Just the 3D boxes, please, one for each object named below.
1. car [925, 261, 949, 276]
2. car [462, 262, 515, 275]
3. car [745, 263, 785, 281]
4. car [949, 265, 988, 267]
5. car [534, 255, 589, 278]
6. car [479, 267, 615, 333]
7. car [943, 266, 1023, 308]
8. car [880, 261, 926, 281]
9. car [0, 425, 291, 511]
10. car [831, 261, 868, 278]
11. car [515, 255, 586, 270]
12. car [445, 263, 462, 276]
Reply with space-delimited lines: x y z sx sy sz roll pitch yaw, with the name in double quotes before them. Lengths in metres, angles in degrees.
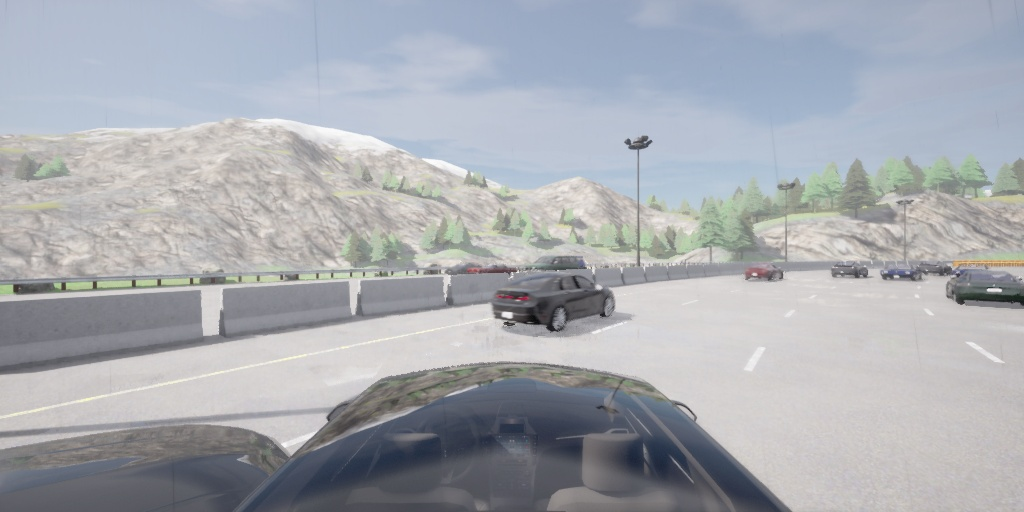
"car" 43.312 1.241 36.820 4.902 1.511 2.128 0 0 -31
"car" -1.899 1.351 33.135 4.718 1.301 1.895 0 0 -44
"car" 20.980 1.275 29.806 4.674 1.442 1.812 0 0 -39
"car" 37.015 1.350 28.739 4.718 1.301 1.895 0 0 -35
"car" 4.879 0.970 34.714 5.566 2.045 2.150 0 0 -42
"car" 1.451 1.254 10.970 1.837 1.490 4.892 -1 0 41
"car" 20.349 1.314 15.395 4.181 1.385 1.994 0 0 -43
"car" 32.307 1.351 29.687 4.718 1.301 1.895 0 0 -35
"car" -2.981 1.255 0.486 4.892 1.490 1.837 0 0 -45
"car" 31.374 1.241 33.297 4.902 1.511 2.128 0 0 -35
"car" 3.132 0.971 28.277 5.566 2.045 2.150 0 0 -44
"car" -4.492 1.314 35.460 4.181 1.385 1.994 0 0 -44
